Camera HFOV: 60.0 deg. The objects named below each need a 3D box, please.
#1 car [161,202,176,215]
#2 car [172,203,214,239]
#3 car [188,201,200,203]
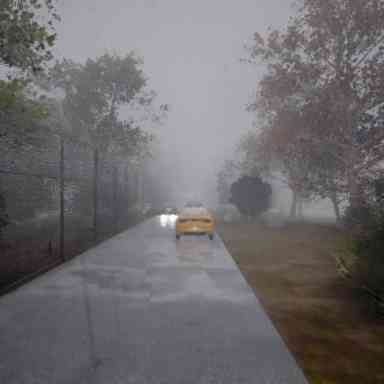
[{"bbox_3d":[-2.692,1.964,40.723,2.128,1.511,4.902,0,-1,1],"label":"car"},{"bbox_3d":[0.136,1.586,18.181,1.882,1.535,5.008,0,-1,0],"label":"car"},{"bbox_3d":[0.247,1.777,38.683,2.097,1.767,4.553,0,-1,0],"label":"car"}]
